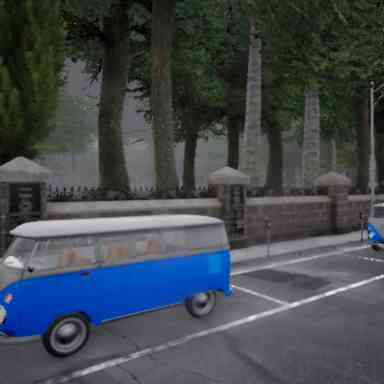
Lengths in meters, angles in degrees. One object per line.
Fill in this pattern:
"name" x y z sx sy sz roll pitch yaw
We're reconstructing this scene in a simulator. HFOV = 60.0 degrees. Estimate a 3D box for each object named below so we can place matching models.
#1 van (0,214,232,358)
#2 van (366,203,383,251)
"van" -1.164 1.325 5.704 3.998 1.788 1.690 0 0 -35
"van" 8.053 1.243 12.269 3.998 1.788 1.690 -1 0 -35
